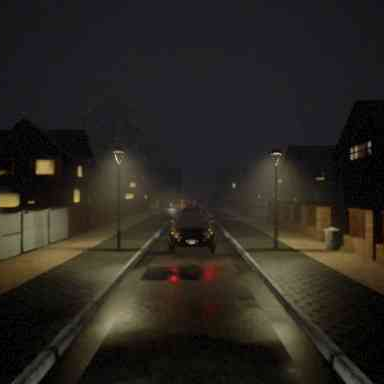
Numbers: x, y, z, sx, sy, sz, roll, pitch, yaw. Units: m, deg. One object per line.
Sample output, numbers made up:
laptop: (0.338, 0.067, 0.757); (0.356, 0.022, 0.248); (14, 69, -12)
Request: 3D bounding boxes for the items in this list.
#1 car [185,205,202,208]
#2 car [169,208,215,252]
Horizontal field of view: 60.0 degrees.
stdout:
car: (0.009, 1.829, 29.265); (1.994, 1.385, 4.181); (0, 0, 0)
car: (0.008, 1.658, 14.395); (1.812, 1.442, 4.674); (0, 0, 0)
